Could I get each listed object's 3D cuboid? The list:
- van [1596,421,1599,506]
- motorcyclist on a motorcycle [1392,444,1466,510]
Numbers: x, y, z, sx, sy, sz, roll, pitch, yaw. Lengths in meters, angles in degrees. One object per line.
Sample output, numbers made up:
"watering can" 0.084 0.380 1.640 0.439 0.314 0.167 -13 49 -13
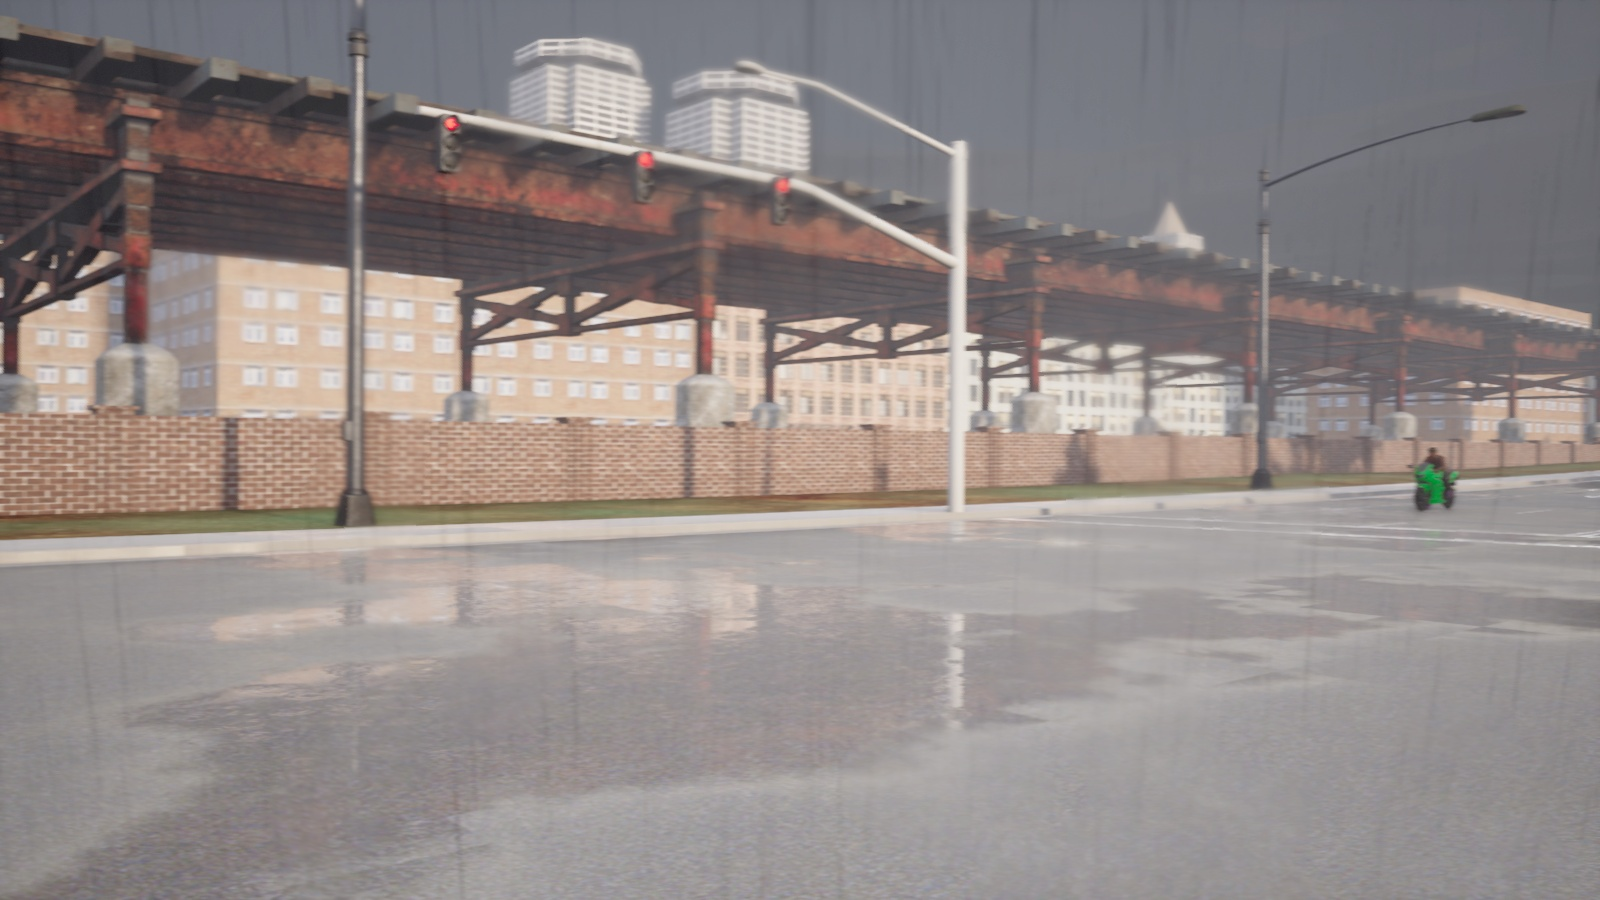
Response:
"van" 21.465 0.303 30.710 4.480 2.038 2.069 -1 1 -39
"motorcyclist on a motorcycle" 15.014 0.617 29.951 2.044 1.523 0.797 -1 1 -39
